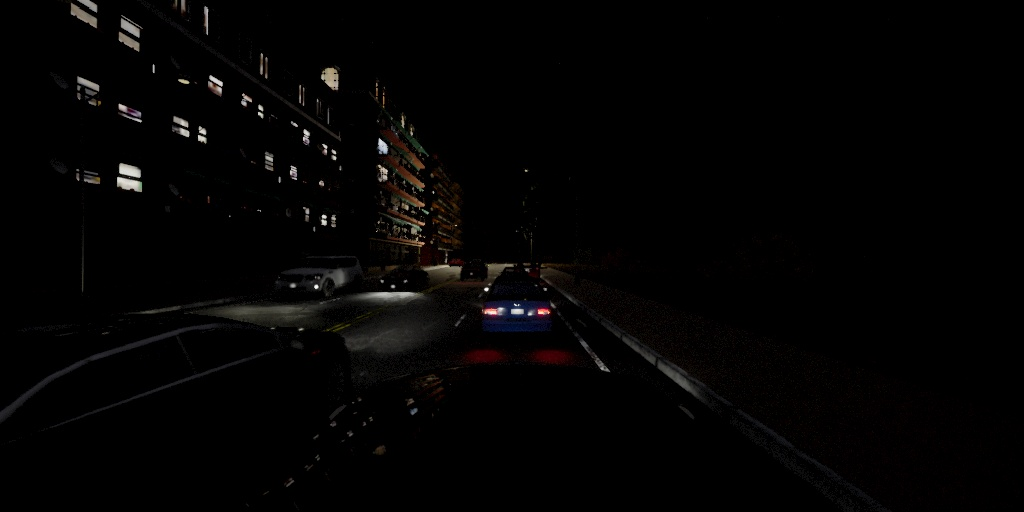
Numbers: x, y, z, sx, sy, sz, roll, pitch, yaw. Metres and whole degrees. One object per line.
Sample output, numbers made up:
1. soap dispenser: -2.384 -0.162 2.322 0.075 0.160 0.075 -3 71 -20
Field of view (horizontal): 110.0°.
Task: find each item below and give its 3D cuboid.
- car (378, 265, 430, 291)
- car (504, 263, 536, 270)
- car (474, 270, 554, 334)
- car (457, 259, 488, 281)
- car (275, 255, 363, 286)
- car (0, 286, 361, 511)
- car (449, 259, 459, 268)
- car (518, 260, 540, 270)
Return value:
1. car: -6.564 1.300 22.450 2.033 1.411 5.357 0 0 0
2. car: 0.129 1.317 20.916 1.994 1.385 4.181 0 0 1
3. car: 0.117 1.299 10.583 2.033 1.411 5.357 0 0 0
4. car: -3.098 1.232 30.041 1.882 1.535 5.008 0 0 1
5. car: -9.820 0.974 18.844 2.150 2.045 5.566 0 0 0
6. car: -3.150 1.241 3.017 2.128 1.511 4.902 0 0 0
7. car: -9.704 1.229 62.134 1.882 1.535 5.008 0 0 1
8. car: 1.189 1.105 29.851 2.097 1.767 4.553 0 0 0
